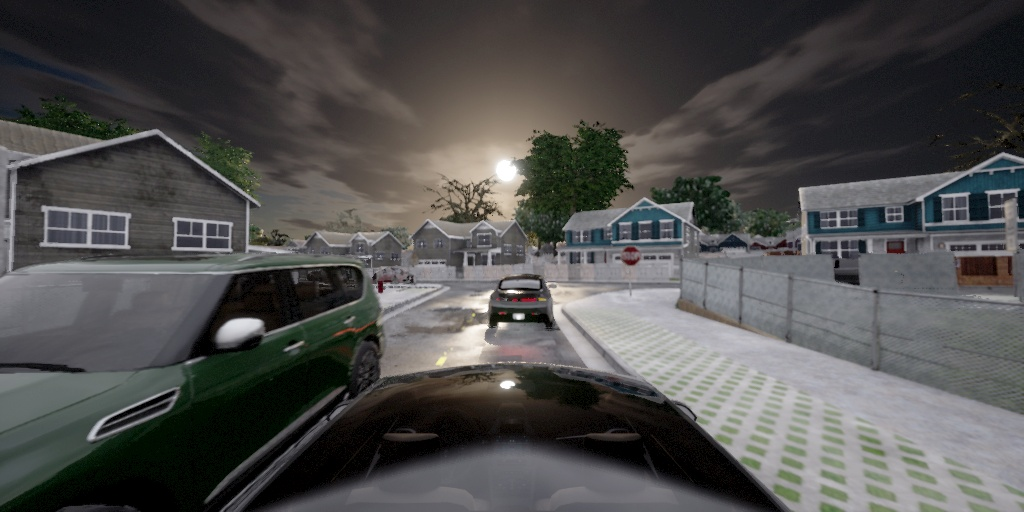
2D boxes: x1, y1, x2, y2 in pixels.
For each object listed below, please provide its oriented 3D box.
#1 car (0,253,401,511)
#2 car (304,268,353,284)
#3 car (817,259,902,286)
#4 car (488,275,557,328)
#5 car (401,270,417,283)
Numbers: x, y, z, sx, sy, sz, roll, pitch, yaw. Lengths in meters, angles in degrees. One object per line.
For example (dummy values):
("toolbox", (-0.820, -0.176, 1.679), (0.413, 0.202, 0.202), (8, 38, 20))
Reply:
("car", (-2.918, 0.984, 3.177), (2.150, 2.045, 5.566), (0, 0, -1))
("car", (-18.989, 2.054, 37.073), (4.902, 1.511, 2.128), (-2, -2, 30))
("car", (15.716, 0.907, 17.785), (4.892, 1.490, 1.837), (-2, -3, 35))
("car", (0.383, 1.342, 11.760), (1.837, 1.490, 4.892), (0, 0, 5))
("car", (-10.452, 1.812, 31.890), (4.181, 1.385, 1.994), (-2, -2, 32))
